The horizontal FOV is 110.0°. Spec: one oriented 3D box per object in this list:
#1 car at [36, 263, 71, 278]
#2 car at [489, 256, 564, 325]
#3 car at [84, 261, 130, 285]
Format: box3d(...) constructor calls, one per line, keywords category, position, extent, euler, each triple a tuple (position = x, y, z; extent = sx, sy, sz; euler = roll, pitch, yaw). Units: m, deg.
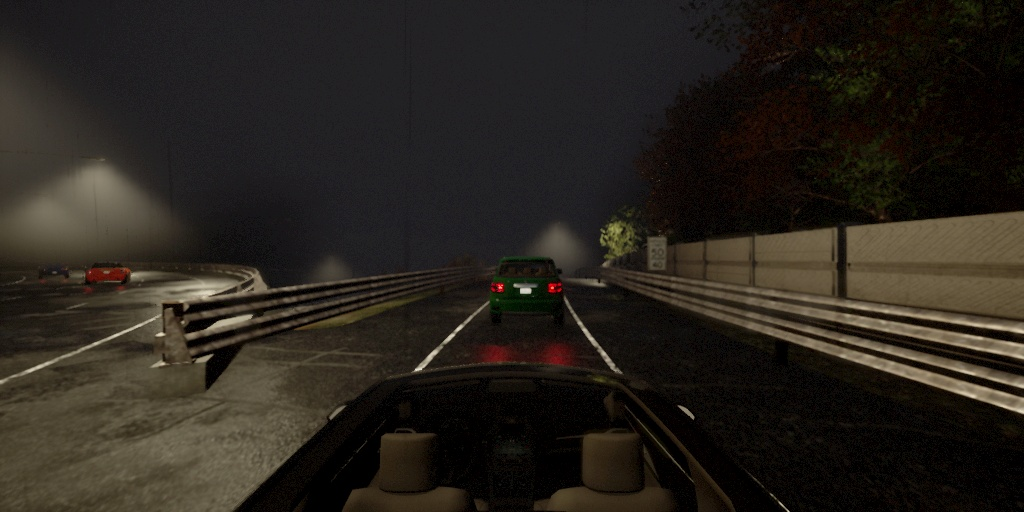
box3d(category="car", position=(-46.287, 1.448, 36.199), extent=(4.674, 1.442, 1.812), euler=(0, 0, 37))
box3d(category="car", position=(0.562, 1.030, 12.269), extent=(2.150, 2.045, 5.566), euler=(0, 0, 4))
box3d(category="car", position=(-31.437, 1.235, 27.985), extent=(2.097, 1.767, 4.553), euler=(0, 0, -45))
